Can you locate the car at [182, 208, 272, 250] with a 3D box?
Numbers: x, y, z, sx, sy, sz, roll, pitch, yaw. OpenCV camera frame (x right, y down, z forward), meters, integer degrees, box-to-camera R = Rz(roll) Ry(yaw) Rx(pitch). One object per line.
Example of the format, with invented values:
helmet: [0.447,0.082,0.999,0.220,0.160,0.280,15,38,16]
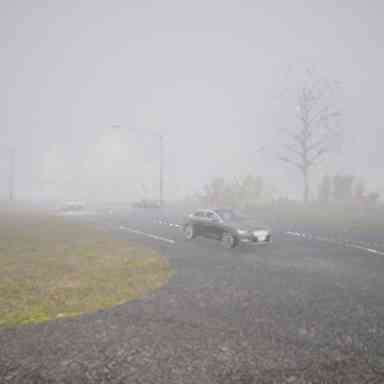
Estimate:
car: [1.347,1.469,14.603,2.128,1.511,4.902,0,0,-32]

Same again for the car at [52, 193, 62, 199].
car: [-34.588,1.070,85.461,2.128,1.511,4.902,0,0,-32]

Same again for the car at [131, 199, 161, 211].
car: [-5.388,1.462,38.636,1.895,1.301,4.718,0,0,-32]

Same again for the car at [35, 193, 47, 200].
car: [-36.576,1.089,81.181,1.812,1.442,4.674,0,0,-26]

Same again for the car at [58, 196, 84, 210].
car: [-14.287,1.441,39.699,1.895,1.301,4.718,0,0,-32]
